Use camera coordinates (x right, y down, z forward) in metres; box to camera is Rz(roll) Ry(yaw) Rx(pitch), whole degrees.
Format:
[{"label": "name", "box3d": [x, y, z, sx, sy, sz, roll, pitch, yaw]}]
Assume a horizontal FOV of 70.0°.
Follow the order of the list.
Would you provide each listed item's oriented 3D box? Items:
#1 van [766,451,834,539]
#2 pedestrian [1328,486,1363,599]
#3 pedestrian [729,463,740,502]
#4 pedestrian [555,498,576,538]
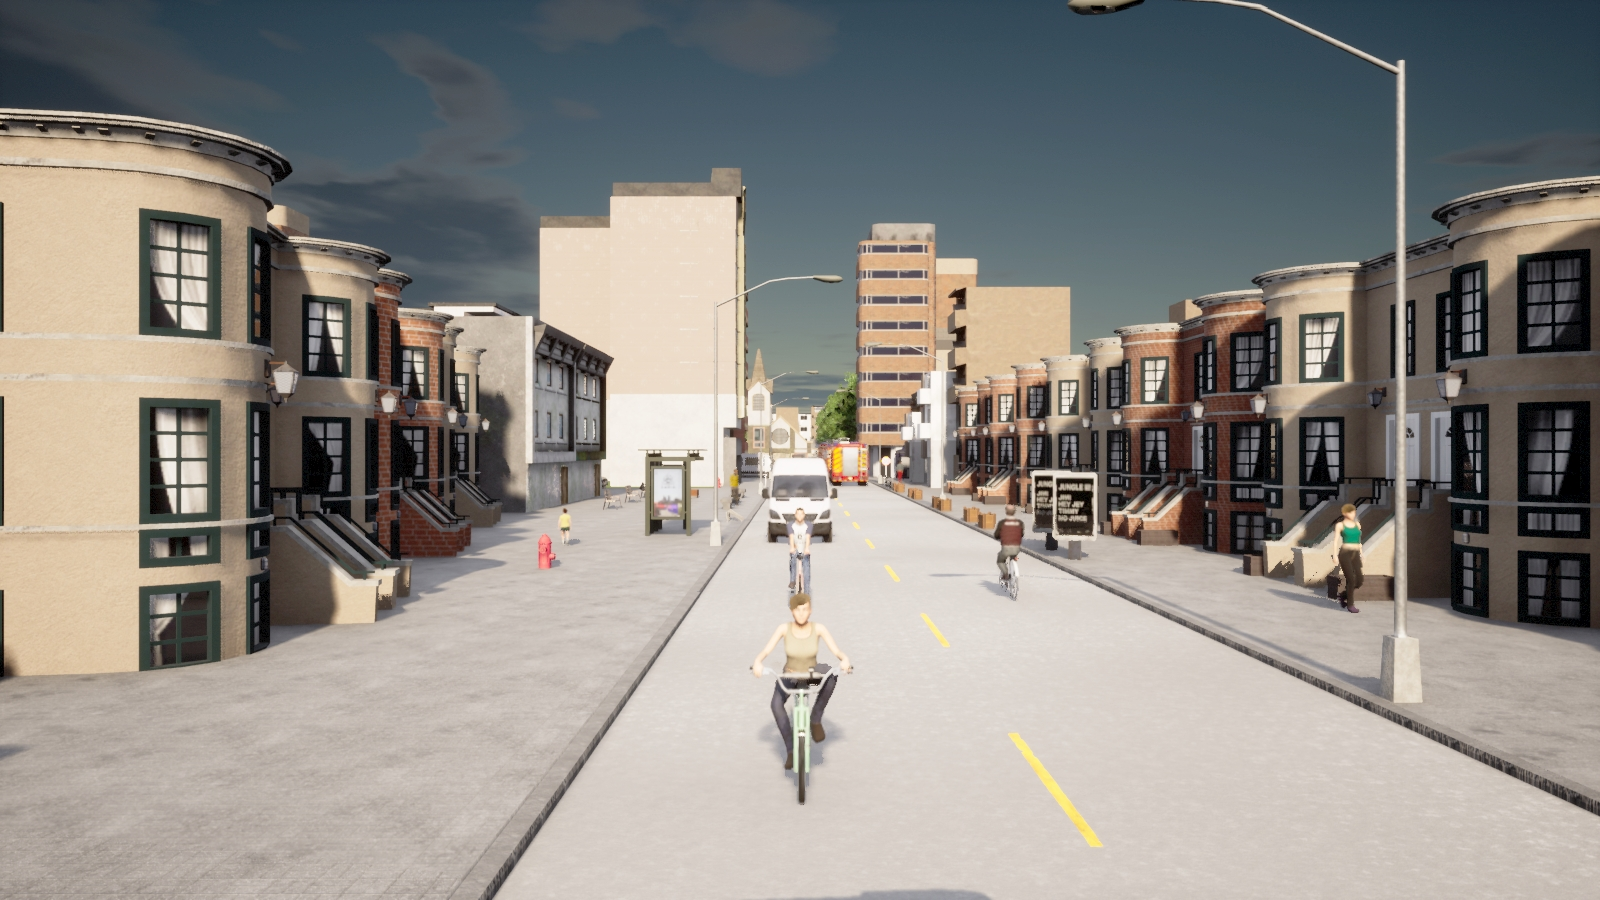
[{"label": "van", "box3d": [0.004, 1.329, 36.353, 1.988, 2.561, 5.915, 0, 0, 0]}, {"label": "pedestrian", "box3d": [9.128, 1.531, 19.128, 0.375, 1.860, 0.375, 0, 0, -9]}, {"label": "pedestrian", "box3d": [-3.133, 1.545, 54.807, 0.375, 1.860, 0.375, 0, 0, -39]}, {"label": "pedestrian", "box3d": [-6.646, 1.922, 32.401, 0.500, 1.100, 0.500, 0, 0, -21]}]
